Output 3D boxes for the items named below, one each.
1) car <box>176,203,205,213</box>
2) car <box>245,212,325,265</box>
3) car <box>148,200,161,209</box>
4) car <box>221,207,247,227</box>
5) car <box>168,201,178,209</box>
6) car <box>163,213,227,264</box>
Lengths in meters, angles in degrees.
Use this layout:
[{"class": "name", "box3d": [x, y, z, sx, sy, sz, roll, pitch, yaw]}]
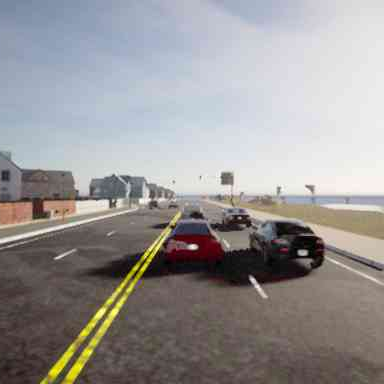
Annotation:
[{"class": "car", "box3d": [0.045, 1.823, 27.317, 2.128, 1.511, 4.902, 0, -1, 1]}, {"class": "car", "box3d": [3.290, 1.672, 12.127, 1.812, 1.442, 4.674, 0, -1, 1]}, {"class": "car", "box3d": [-6.531, 2.233, 58.257, 1.837, 1.490, 4.892, 0, -1, 1]}, {"class": "car", "box3d": [3.272, 1.852, 25.162, 2.033, 1.411, 5.357, 0, -1, 0]}, {"class": "car", "box3d": [-3.260, 2.300, 60.203, 2.033, 1.411, 5.357, 0, -1, 0]}, {"class": "car", "box3d": [0.045, 1.714, 12.427, 1.994, 1.385, 4.181, 0, -1, 1]}]
